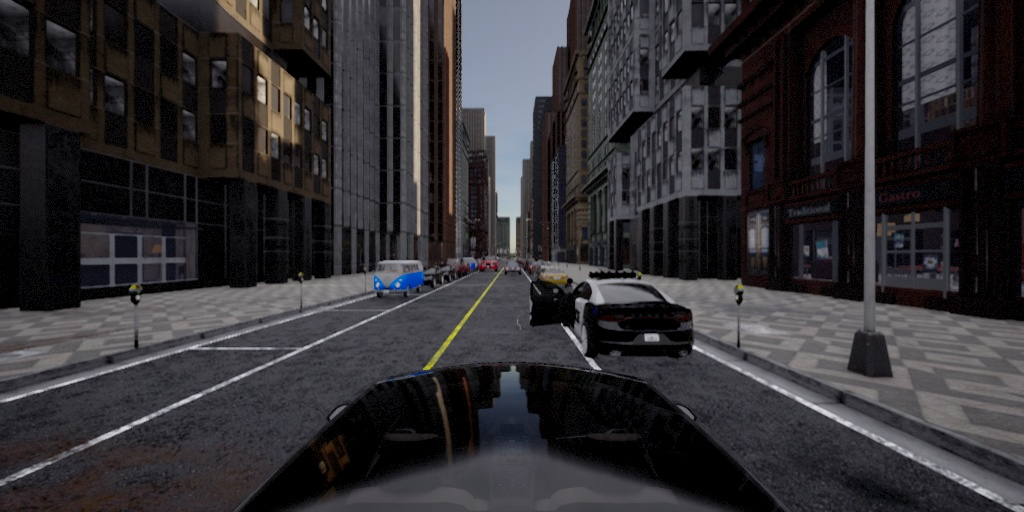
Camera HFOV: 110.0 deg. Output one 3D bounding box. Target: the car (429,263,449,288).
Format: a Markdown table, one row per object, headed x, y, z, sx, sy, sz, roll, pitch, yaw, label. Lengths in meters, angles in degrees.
| x | y | z | sx | sy | sz | roll | pitch | yaw | label |
| --- | --- | --- | --- | --- | --- | --- | --- | --- | --- |
| -5.750 | 1.348 | 24.129 | 1.948 | 1.339 | 4.313 | 0 | 0 | 0 | car |

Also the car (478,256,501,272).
| x | y | z | sx | sy | sz | roll | pitch | yaw | label |
| --- | --- | --- | --- | --- | --- | --- | --- | --- | --- |
| -2.973 | 1.026 | 47.578 | 2.150 | 2.045 | 5.566 | 0 | 0 | 0 | car |

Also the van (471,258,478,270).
| x | y | z | sx | sy | sz | roll | pitch | yaw | label |
| --- | --- | --- | --- | --- | --- | --- | --- | --- | --- |
| -5.735 | 1.157 | 46.676 | 1.690 | 1.789 | 3.998 | 0 | 0 | 0 | van |

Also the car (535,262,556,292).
| x | y | z | sx | sy | sz | roll | pitch | yaw | label |
| --- | --- | --- | --- | --- | --- | --- | --- | --- | --- |
| 2.775 | 1.308 | 24.305 | 1.751 | 1.417 | 4.829 | 0 | 0 | 0 | car |

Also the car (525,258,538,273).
| x | y | z | sx | sy | sz | roll | pitch | yaw | label |
| --- | --- | --- | --- | --- | --- | --- | --- | --- | --- |
| 2.786 | 1.247 | 41.043 | 1.967 | 1.591 | 4.097 | 0 | 0 | 0 | car |

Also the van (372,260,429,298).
| x | y | z | sx | sy | sz | roll | pitch | yaw | label |
| --- | --- | --- | --- | --- | --- | --- | --- | --- | --- |
| -5.754 | 1.115 | 18.493 | 1.690 | 1.789 | 3.998 | 0 | 0 | 0 | van |

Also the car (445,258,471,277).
| x | y | z | sx | sy | sz | roll | pitch | yaw | label |
| --- | --- | --- | --- | --- | --- | --- | --- | --- | --- |
| -5.743 | 1.114 | 35.402 | 2.192 | 1.841 | 5.009 | 0 | 0 | 0 | car |

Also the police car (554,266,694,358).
| x | y | z | sx | sy | sz | roll | pitch | yaw | label |
| --- | --- | --- | --- | --- | --- | --- | --- | --- | --- |
| 2.369 | 1.185 | 8.652 | 1.930 | 1.638 | 5.238 | 0 | 0 | 0 | police car |

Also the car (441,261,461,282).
| x | y | z | sx | sy | sz | roll | pitch | yaw | label |
| --- | --- | --- | --- | --- | --- | --- | --- | --- | --- |
| -5.746 | 1.357 | 29.766 | 1.948 | 1.339 | 4.313 | 0 | 0 | 0 | car |

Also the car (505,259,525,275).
| x | y | z | sx | sy | sz | roll | pitch | yaw | label |
| --- | --- | --- | --- | --- | --- | --- | --- | --- | --- |
| 0.110 | 1.353 | 39.880 | 2.033 | 1.411 | 5.357 | 0 | 0 | 1 | car |

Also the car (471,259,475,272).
| x | y | z | sx | sy | sz | roll | pitch | yaw | label |
| --- | --- | --- | --- | --- | --- | --- | --- | --- | --- |
| -5.739 | 1.353 | 41.040 | 1.888 | 1.381 | 4.507 | 0 | 0 | 0 | car |

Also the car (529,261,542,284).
| x | y | z | sx | sy | sz | roll | pitch | yaw | label |
| --- | --- | --- | --- | --- | --- | --- | --- | --- | --- |
| 2.779 | 1.341 | 29.771 | 2.007 | 1.370 | 4.403 | 0 | 0 | 0 | car |
